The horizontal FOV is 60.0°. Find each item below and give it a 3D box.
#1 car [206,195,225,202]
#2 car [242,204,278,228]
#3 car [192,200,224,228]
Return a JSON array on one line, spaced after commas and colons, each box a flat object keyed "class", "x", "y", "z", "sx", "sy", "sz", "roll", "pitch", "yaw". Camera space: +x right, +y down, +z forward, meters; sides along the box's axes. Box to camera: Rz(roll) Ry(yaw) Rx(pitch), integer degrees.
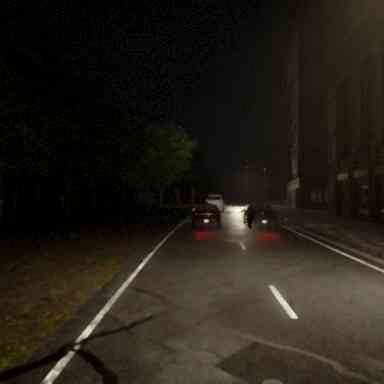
[{"class": "car", "x": 2.820, "y": 1.381, "z": 40.590, "sx": 2.150, "sy": 2.045, "sz": 5.566, "roll": 0, "pitch": 0, "yaw": 7}, {"class": "car", "x": 4.533, "y": 1.552, "z": 22.437, "sx": 1.837, "sy": 1.490, "sz": 4.892, "roll": 0, "pitch": 0, "yaw": 4}, {"class": "car", "x": 1.054, "y": 1.553, "z": 22.819, "sx": 1.837, "sy": 1.490, "sz": 4.892, "roll": 0, "pitch": 0, "yaw": 4}]
